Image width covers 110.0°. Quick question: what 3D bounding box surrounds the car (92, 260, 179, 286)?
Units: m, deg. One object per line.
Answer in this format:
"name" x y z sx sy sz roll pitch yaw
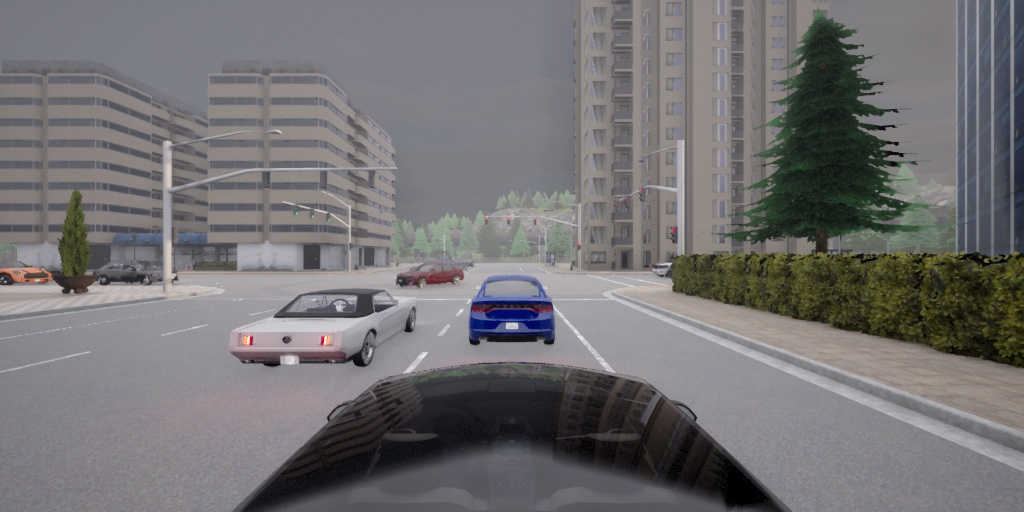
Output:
"car" -25.948 1.241 24.810 4.902 1.511 2.128 0 0 1

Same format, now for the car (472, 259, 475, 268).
"car" -7.612 1.228 62.643 1.882 1.535 5.008 0 0 0

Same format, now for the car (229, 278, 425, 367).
"car" -3.497 1.351 7.873 1.895 1.301 4.718 0 0 0

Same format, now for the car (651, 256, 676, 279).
"car" 15.532 0.970 31.991 5.566 2.045 2.150 0 0 0

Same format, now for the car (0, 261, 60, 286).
"car" -35.100 1.102 24.839 4.553 1.767 2.097 0 0 0

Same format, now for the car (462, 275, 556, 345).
"car" -0.005 1.228 9.539 1.882 1.535 5.008 0 0 0

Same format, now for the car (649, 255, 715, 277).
"car" 16.717 0.971 35.488 5.566 2.045 2.150 0 0 0

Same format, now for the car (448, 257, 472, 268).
"car" -7.524 1.297 52.303 2.033 1.411 5.357 0 0 0

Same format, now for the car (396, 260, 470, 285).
"car" -5.323 1.228 23.591 1.882 1.535 5.008 -1 -1 34

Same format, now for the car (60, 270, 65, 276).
"car" -38.640 1.351 28.346 4.718 1.301 1.895 0 0 0

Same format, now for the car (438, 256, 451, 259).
"car" -11.095 0.971 58.766 2.150 2.045 5.566 0 0 0
